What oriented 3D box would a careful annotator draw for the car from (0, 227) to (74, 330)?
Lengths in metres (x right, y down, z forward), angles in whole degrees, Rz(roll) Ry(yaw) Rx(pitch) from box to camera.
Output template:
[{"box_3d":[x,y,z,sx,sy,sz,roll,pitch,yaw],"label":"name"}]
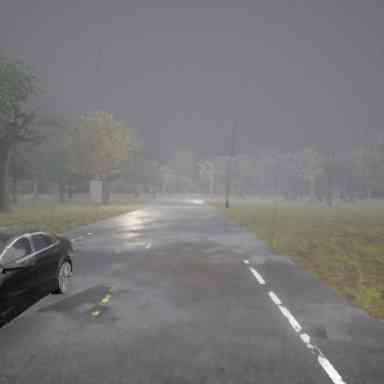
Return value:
[{"box_3d":[-3.594,1.426,5.694,2.128,1.511,4.902,1,0,0],"label":"car"}]
